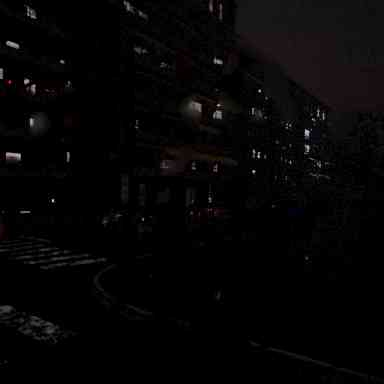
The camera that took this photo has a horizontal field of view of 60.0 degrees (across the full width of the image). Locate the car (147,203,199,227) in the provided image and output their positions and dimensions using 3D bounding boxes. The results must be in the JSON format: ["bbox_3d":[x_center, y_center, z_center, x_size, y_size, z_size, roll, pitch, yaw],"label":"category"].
[{"bbox_3d":[-1.877,1.646,24.457,1.837,1.490,4.892,1,0,36],"label":"car"}]

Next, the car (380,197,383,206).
[{"bbox_3d":[37.202,2.250,67.693,1.887,1.381,4.507,1,0,36],"label":"car"}]

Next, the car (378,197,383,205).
[{"bbox_3d":[47.058,2.149,81.053,2.192,1.841,5.009,1,0,36],"label":"car"}]

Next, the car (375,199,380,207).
[{"bbox_3d":[33.918,2.102,63.240,1.967,1.590,4.097,1,0,36],"label":"car"}]

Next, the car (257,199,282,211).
[{"bbox_3d":[10.757,1.740,45.956,1.967,1.590,4.097,1,0,36],"label":"car"}]

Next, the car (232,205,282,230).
[{"bbox_3d":[4.356,1.825,23.162,1.947,1.339,4.313,1,0,36],"label":"car"}]

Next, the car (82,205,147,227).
[{"bbox_3d":[-5.667,1.623,23.690,2.008,1.369,4.403,1,0,36],"label":"car"}]

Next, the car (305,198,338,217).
[{"bbox_3d":[14.212,1.836,36.522,1.967,1.590,4.097,1,0,36],"label":"car"}]

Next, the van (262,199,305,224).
[{"bbox_3d":[7.643,1.646,27.616,1.690,1.788,3.998,1,0,36],"label":"van"}]

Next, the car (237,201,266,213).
[{"bbox_3d":[7.471,1.837,41.503,1.802,1.307,4.206,1,0,36],"label":"car"}]

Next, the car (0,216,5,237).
[{"bbox_3d":[-10.838,1.482,14.143,5.008,1.535,1.882,1,0,-36],"label":"car"}]

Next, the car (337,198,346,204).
[{"bbox_3d":[33.747,2.174,77.127,1.947,1.339,4.313,1,0,36],"label":"car"}]

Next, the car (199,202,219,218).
[{"bbox_3d":[0.903,1.709,32.596,1.887,1.381,4.507,1,0,36],"label":"car"}]

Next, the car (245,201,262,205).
[{"bbox_3d":[6.784,1.738,36.192,1.882,1.535,5.008,1,0,37],"label":"car"}]

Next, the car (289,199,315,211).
[{"bbox_3d":[16.146,1.904,48.728,2.128,1.511,4.902,1,0,36],"label":"car"}]

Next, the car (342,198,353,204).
[{"bbox_3d":[40.216,2.217,85.896,1.752,1.417,4.829,1,0,36],"label":"car"}]

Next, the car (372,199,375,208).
[{"bbox_3d":[30.632,2.200,58.787,1.802,1.307,4.206,1,0,36],"label":"car"}]

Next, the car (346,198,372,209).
[{"bbox_3d":[27.351,1.890,54.335,2.192,1.841,5.009,1,0,36],"label":"car"}]

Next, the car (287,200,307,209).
[{"bbox_3d":[17.325,1.972,54.862,1.802,1.307,4.206,1,0,36],"label":"car"}]

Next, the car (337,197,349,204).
[{"bbox_3d":[37.033,2.091,81.580,1.967,1.590,4.097,1,0,36],"label":"car"}]
